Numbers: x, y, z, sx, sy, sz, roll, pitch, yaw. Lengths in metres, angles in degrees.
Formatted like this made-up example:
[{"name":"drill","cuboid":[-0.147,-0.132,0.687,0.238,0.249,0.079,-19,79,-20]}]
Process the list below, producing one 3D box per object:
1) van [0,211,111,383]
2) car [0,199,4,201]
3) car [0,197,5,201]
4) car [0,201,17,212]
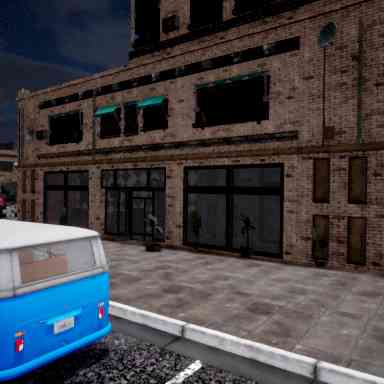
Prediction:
[{"name":"van","cuboid":[-3.021,1.340,5.016,3.998,1.788,1.690,0,1,36]},{"name":"car","cuboid":[-21.808,1.684,33.367,1.994,1.385,4.181,1,0,36]},{"name":"car","cuboid":[-22.898,1.411,36.248,2.192,1.841,5.009,0,0,36]},{"name":"car","cuboid":[-16.147,1.793,31.289,1.947,1.339,4.313,0,0,36]}]
